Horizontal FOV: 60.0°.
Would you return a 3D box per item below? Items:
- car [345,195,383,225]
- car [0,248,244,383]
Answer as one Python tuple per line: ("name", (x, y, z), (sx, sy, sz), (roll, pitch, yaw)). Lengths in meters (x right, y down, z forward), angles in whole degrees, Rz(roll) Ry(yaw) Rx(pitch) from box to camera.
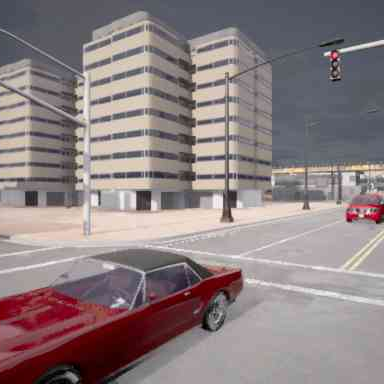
("car", (13.049, 1.244, 24.787), (2.150, 2.045, 5.566), (0, 0, 35))
("car", (-1.095, 1.602, 4.782), (1.895, 1.301, 4.718), (0, 0, 35))
